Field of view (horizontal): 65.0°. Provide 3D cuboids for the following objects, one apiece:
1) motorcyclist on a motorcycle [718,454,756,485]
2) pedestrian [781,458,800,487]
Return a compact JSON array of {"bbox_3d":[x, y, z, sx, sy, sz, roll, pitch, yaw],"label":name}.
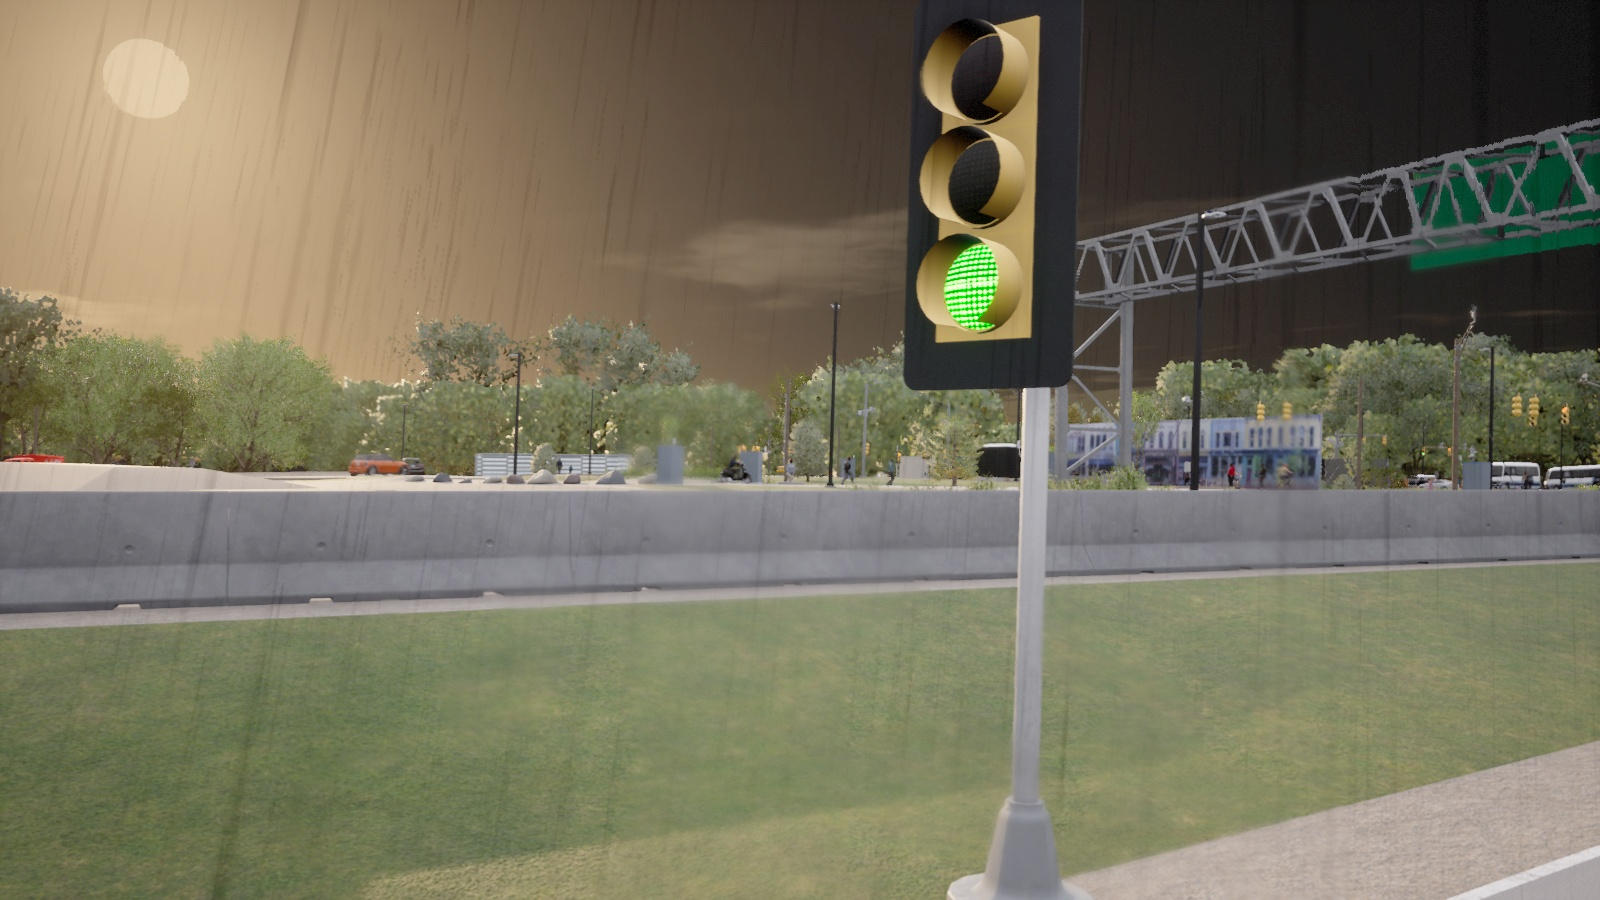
[{"bbox_3d":[-3.344,1.033,66.418,1.817,1.590,0.866,0,-2,13],"label":"motorcyclist on a motorcycle"},{"bbox_3d":[-0.614,1.445,82.041,0.874,1.855,0.900,2,-1,-24],"label":"pedestrian"}]
